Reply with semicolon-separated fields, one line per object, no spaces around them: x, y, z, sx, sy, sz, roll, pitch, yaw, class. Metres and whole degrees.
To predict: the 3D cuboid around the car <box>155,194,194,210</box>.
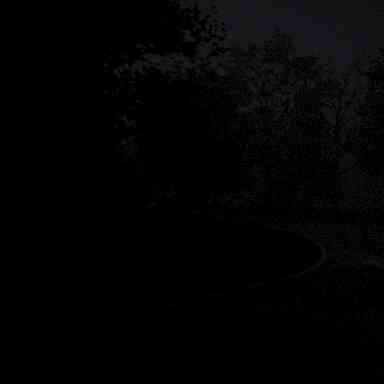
-1.870;0.958;33.920;1.882;1.535;5.008;2;0;-42;car

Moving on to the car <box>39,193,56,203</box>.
-18.014;0.686;37.899;5.008;1.535;1.882;1;-1;-19;car
